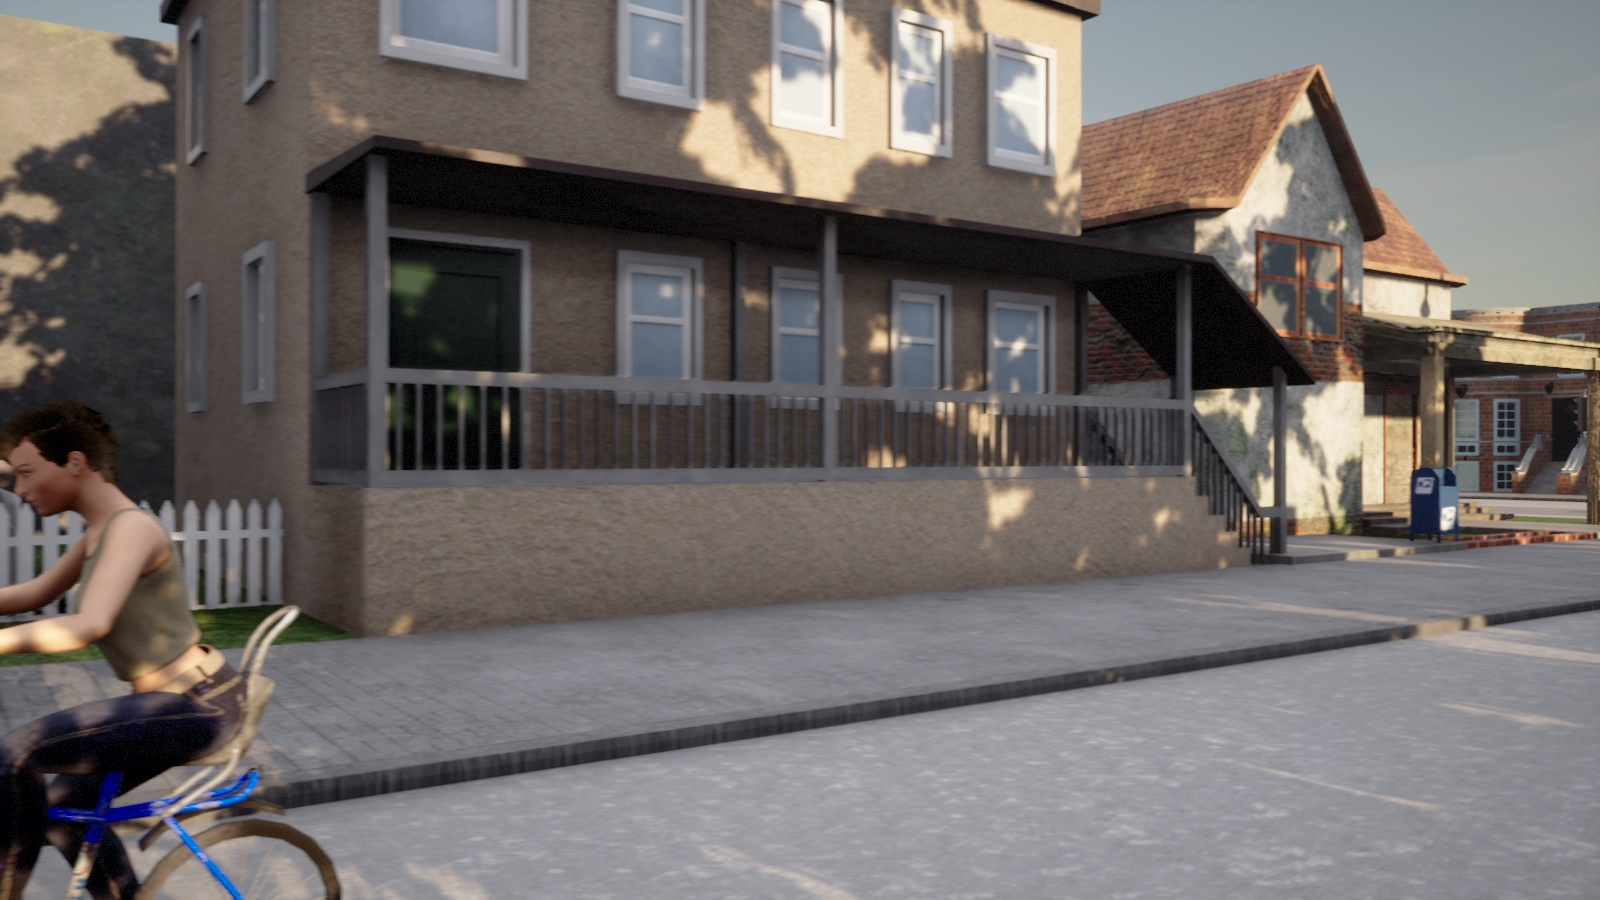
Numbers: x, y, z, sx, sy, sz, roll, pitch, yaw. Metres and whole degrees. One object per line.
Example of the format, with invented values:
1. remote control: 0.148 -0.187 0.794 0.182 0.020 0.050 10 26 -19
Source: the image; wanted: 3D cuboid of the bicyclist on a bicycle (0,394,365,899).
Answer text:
1. bicyclist on a bicycle: -1.911 0.693 2.938 1.509 1.612 0.866 0 0 -35
